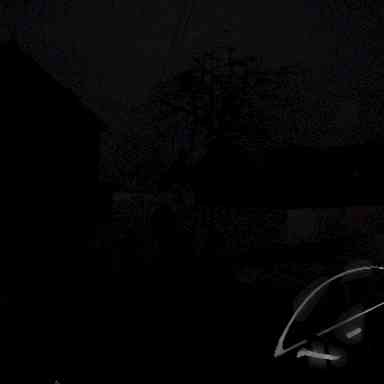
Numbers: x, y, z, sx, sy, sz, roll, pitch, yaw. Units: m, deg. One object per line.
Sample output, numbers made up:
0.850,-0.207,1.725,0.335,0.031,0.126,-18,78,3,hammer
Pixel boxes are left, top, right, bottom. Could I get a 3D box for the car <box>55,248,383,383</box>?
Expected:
1.030,1.506,3.800,4.892,1.490,1.837,0,0,-35,car
